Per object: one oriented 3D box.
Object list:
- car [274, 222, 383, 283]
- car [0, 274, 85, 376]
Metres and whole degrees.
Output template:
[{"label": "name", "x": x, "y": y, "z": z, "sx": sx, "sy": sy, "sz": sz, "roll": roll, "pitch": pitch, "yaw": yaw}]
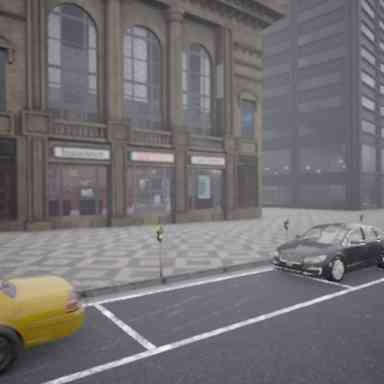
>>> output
[{"label": "car", "x": 4.249, "y": 1.598, "z": 9.719, "sx": 4.403, "sy": 1.369, "sz": 2.008, "roll": 0, "pitch": -1, "yaw": -36}, {"label": "car", "x": -3.828, "y": 1.533, "z": 3.922, "sx": 4.829, "sy": 1.417, "sz": 1.752, "roll": 0, "pitch": -1, "yaw": -36}]
